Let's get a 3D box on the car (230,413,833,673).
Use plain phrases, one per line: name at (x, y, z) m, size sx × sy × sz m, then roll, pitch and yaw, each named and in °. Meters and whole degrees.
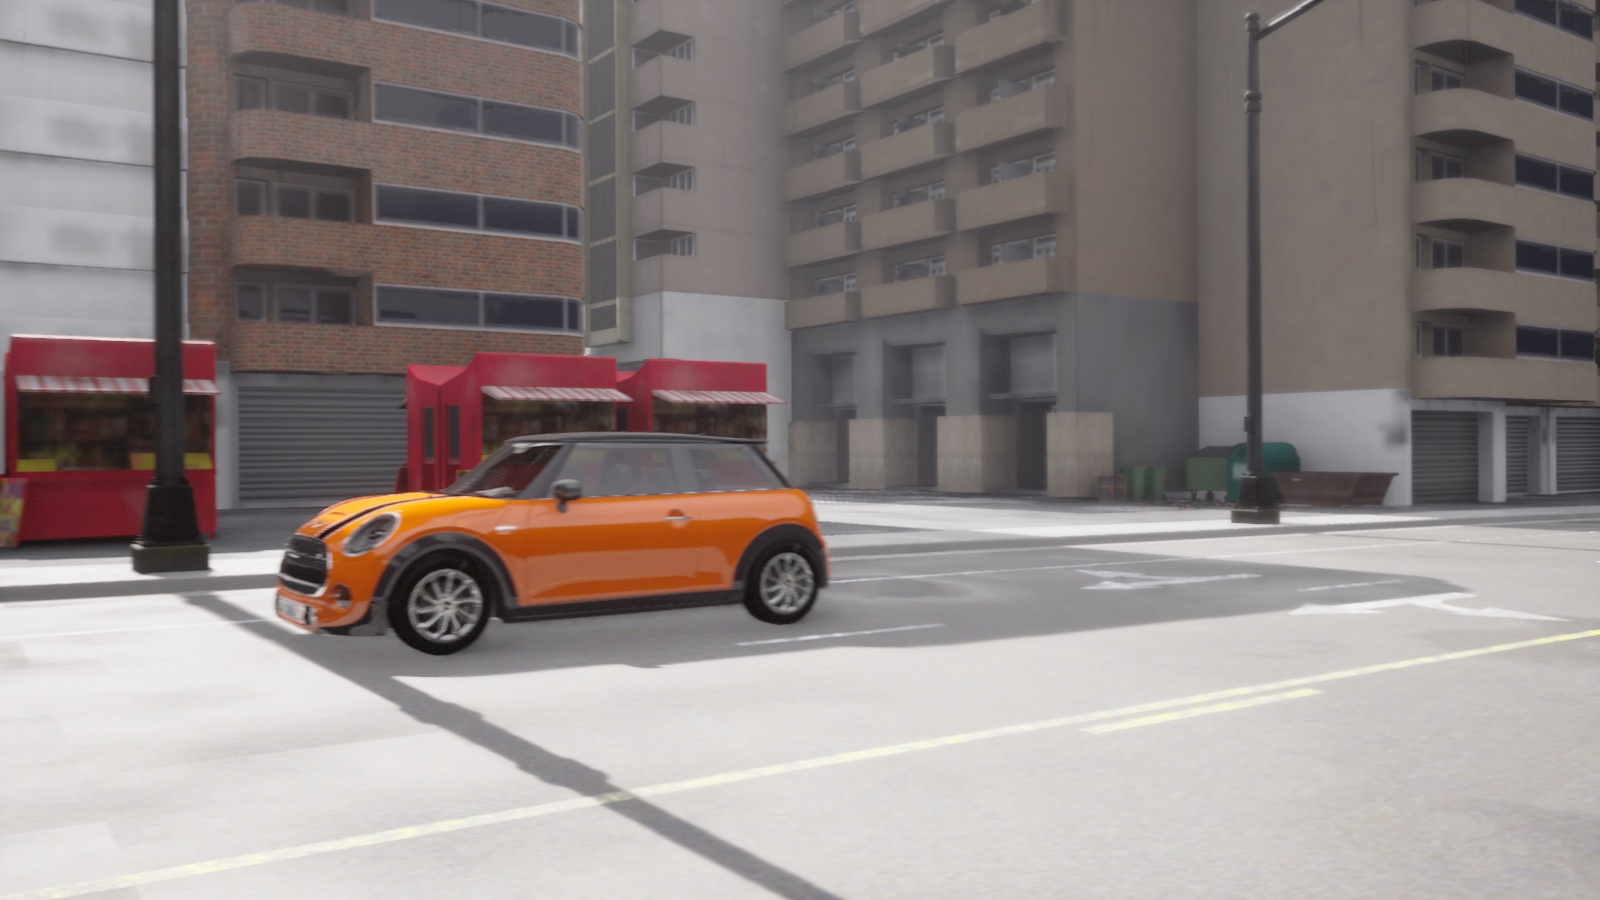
car at (-2.175, 0.639, 10.676) m, size 4.553 × 1.767 × 2.097 m, roll 0°, pitch 0°, yaw -35°
